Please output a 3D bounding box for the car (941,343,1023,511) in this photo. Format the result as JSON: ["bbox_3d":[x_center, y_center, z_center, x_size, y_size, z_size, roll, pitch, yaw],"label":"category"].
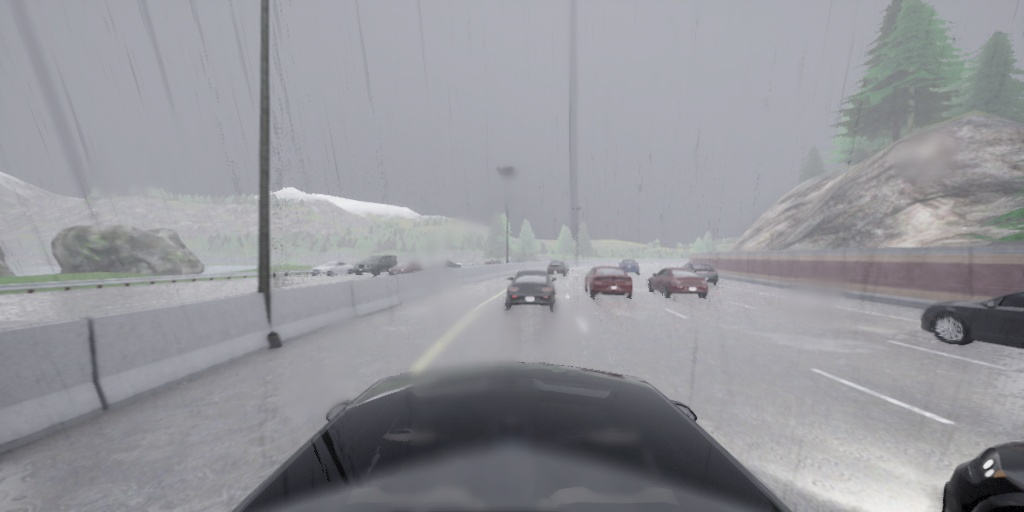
[{"bbox_3d":[3.683,1.325,0.440,1.994,1.385,4.181,0,0,-1],"label":"car"}]

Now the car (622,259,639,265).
[{"bbox_3d":[12.997,1.126,39.957,2.097,1.767,4.553,0,0,17],"label":"car"}]

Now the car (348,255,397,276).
[{"bbox_3d":[-13.541,0.916,36.213,2.150,2.045,5.566,0,0,13],"label":"car"}]

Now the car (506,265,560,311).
[{"bbox_3d":[0.809,1.273,14.314,1.812,1.442,4.674,0,0,5],"label":"car"}]

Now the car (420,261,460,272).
[{"bbox_3d":[-6.647,1.195,34.900,1.882,1.535,5.008,0,0,13],"label":"car"}]

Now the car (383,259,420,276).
[{"bbox_3d":[-10.199,1.233,35.041,1.812,1.442,4.674,0,0,13],"label":"car"}]

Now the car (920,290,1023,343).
[{"bbox_3d":[10.797,1.285,6.659,1.837,1.490,4.892,0,0,2],"label":"car"}]

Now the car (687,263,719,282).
[{"bbox_3d":[13.034,1.271,25.609,2.128,1.511,4.902,0,0,11],"label":"car"}]

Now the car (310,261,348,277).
[{"bbox_3d":[-17.384,1.212,34.900,1.812,1.442,4.674,0,0,12],"label":"car"}]

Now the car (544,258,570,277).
[{"bbox_3d":[4.683,1.256,36.225,1.837,1.490,4.892,0,0,14],"label":"car"}]

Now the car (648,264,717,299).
[{"bbox_3d":[8.285,1.294,18.175,1.812,1.442,4.674,0,0,7],"label":"car"}]

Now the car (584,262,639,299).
[{"bbox_3d":[4.780,1.236,18.223,1.882,1.535,5.008,0,0,7],"label":"car"}]
